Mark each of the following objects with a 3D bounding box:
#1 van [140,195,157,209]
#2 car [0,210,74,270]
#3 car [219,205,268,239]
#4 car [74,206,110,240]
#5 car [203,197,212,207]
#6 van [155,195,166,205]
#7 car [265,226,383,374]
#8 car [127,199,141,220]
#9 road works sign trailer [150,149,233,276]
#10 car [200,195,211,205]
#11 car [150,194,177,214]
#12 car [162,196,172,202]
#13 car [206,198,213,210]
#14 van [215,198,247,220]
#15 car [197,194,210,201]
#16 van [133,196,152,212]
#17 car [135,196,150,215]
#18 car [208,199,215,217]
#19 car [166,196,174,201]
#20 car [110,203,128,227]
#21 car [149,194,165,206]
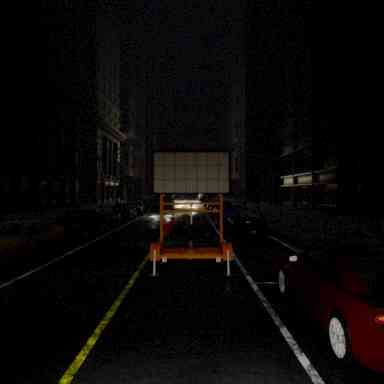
[{"bbox_3d":[-5.854,1.366,45.101,1.690,1.788,3.998,0,0,0],"label":"van"},{"bbox_3d":[-5.784,1.527,11.111,1.752,1.417,4.829,0,0,0],"label":"car"},{"bbox_3d":[2.729,1.554,16.952,2.008,1.369,4.403,0,0,0],"label":"car"},{"bbox_3d":[-5.796,1.569,16.917,1.947,1.339,4.313,0,0,0],"label":"car"},{"bbox_3d":[2.683,1.570,39.497,2.008,1.369,4.403,0,0,0],"label":"car"},{"bbox_3d":[-5.889,1.386,62.009,1.690,1.788,3.998,0,0,0],"label":"van"},{"bbox_3d":[2.753,1.545,5.680,1.887,1.381,4.507,0,0,0],"label":"car"},{"bbox_3d":[-5.819,1.575,28.191,1.947,1.339,4.313,0,0,0],"label":"car"},{"bbox_3d":[-0.018,0.465,10.331,2.380,3.560,2.880,0,0,0],"label":"road works sign trailer"},{"bbox_3d":[2.660,1.576,50.769,1.887,1.381,4.507,0,0,0],"label":"car"},{"bbox_3d":[-3.171,1.237,36.638,2.150,2.045,5.566,0,0,0],"label":"car"},{"bbox_3d":[-5.923,1.616,78.920,1.887,1.381,4.507,0,0,0],"label":"car"},{"bbox_3d":[2.694,1.596,33.861,1.802,1.307,4.206,0,0,0],"label":"car"},{"bbox_3d":[2.717,1.347,22.588,1.690,1.788,3.998,0,0,0],"label":"van"},{"bbox_3d":[2.636,1.360,62.042,2.192,1.841,5.009,0,0,0],"label":"car"},{"bbox_3d":[-5.843,1.360,39.464,1.690,1.788,3.998,0,0,0],"label":"van"},{"bbox_3d":[-5.831,1.454,33.828,1.967,1.590,4.097,0,0,0],"label":"car"},{"bbox_3d":[2.706,1.560,28.225,2.008,1.369,4.403,0,0,0],"label":"car"},{"bbox_3d":[-5.946,1.658,90.193,1.947,1.339,4.313,0,0,0],"label":"car"},{"bbox_3d":[-5.807,1.588,22.555,1.802,1.307,4.206,0,0,0],"label":"car"},{"bbox_3d":[-5.877,1.352,56.373,2.192,1.841,5.009,0,0,0],"label":"car"}]
